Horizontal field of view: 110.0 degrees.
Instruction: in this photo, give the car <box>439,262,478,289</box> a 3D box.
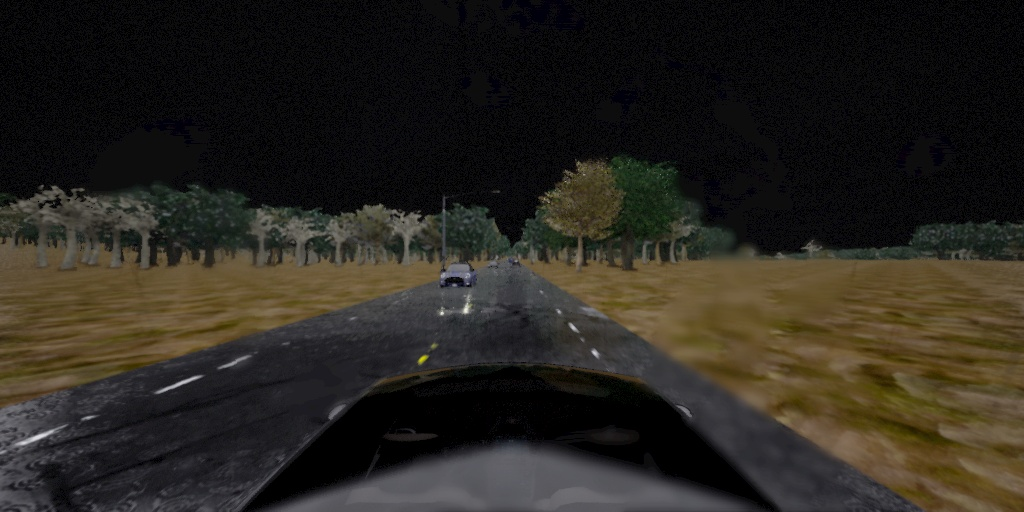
[{"bbox_3d":[-3.594,1.250,24.673,2.097,1.767,4.553,0,0,0],"label":"car"}]
